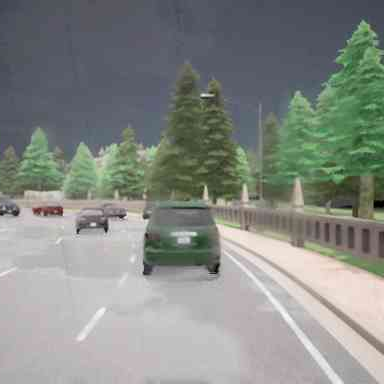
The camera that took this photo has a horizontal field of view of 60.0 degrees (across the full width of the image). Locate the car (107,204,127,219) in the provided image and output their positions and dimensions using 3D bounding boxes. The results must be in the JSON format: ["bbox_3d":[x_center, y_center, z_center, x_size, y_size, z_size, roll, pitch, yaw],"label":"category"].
[{"bbox_3d":[-7.998,1.844,31.587,2.033,1.411,5.357,0,-1,-34],"label":"car"}]

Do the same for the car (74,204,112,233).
[{"bbox_3d":[-6.456,1.725,21.206,1.812,1.442,4.674,0,-1,-20],"label":"car"}]

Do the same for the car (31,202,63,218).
[{"bbox_3d":[-15.135,1.803,34.641,1.882,1.535,5.008,1,-1,-43],"label":"car"}]

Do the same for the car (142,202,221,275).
[{"bbox_3d":[-0.464,1.328,11.075,2.150,2.045,5.566,0,0,-6],"label":"car"}]

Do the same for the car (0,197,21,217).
[{"bbox_3d":[-19.615,1.540,33.979,5.566,2.045,2.150,0,-1,41],"label":"car"}]
